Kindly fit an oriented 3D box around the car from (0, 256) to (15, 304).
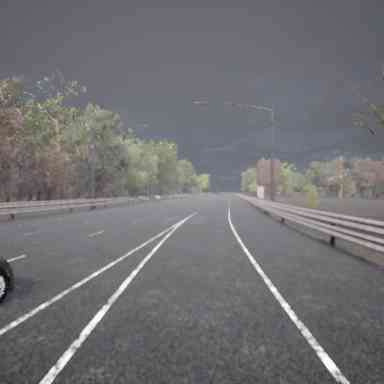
[{"bbox_3d":[-4.837,1.508,5.075,1.837,1.490,4.892,0,0,7],"label":"car"}]
